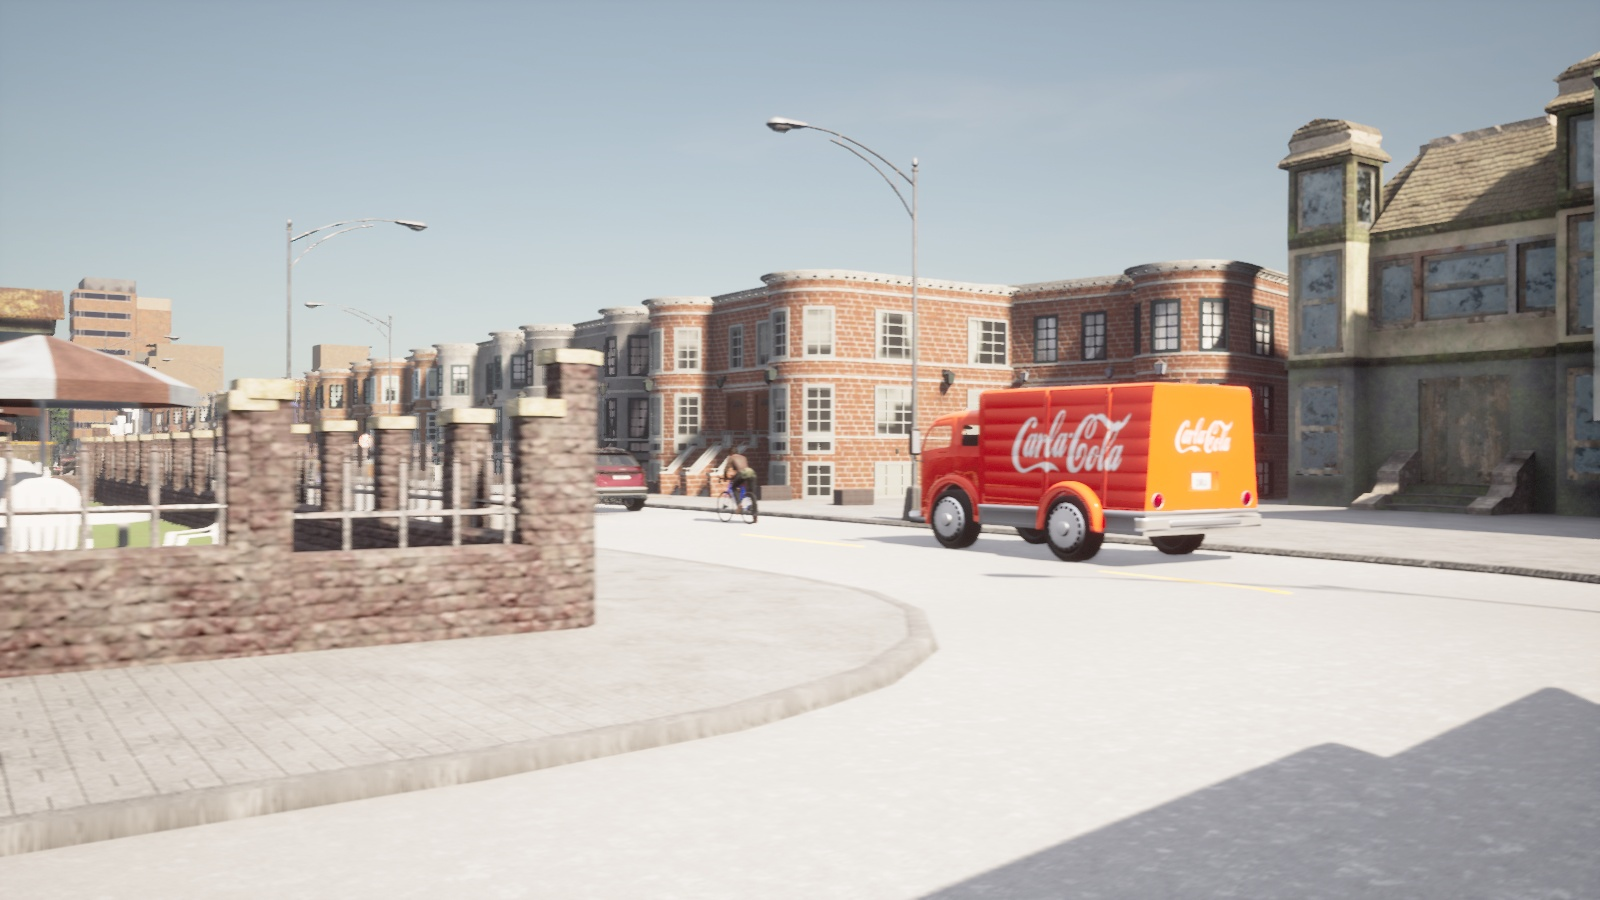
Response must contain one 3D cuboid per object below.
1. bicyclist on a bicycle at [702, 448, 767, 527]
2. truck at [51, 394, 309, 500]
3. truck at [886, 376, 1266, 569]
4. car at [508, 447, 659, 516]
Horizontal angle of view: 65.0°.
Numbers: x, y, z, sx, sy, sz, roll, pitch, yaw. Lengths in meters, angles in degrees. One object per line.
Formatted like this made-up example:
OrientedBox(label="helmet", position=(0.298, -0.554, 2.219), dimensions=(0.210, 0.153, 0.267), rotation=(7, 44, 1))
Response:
OrientedBox(label="bicyclist on a bicycle", position=(-1.393, 0.766, 26.545), dimensions=(0.582, 1.620, 1.656), rotation=(0, 0, -35))
OrientedBox(label="truck", position=(-21.685, -0.085, 44.225), dimensions=(7.936, 3.462, 2.891), rotation=(0, -1, -28))
OrientedBox(label="truck", position=(3.940, 0.296, 18.907), dimensions=(2.627, 2.467, 5.204), rotation=(0, 0, -34))
OrientedBox(label="car", position=(-5.745, 0.767, 32.810), dimensions=(2.033, 1.649, 4.856), rotation=(0, 0, -35))
